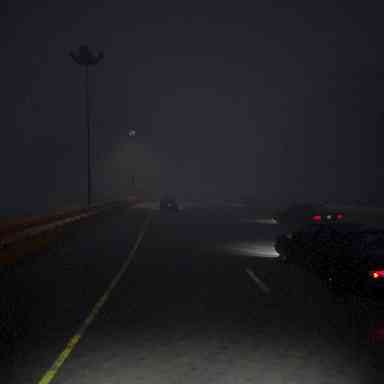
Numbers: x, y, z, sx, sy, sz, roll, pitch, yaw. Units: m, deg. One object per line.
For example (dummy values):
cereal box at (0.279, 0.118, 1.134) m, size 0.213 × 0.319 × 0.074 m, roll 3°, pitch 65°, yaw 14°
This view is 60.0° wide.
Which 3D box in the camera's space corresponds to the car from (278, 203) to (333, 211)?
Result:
car at (6.566, 1.319, 19.360) m, size 2.033 × 1.411 × 5.357 m, roll -1°, pitch 0°, yaw -9°

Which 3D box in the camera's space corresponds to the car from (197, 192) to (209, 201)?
car at (2.116, 0.880, 65.905) m, size 2.097 × 1.767 × 4.553 m, roll -1°, pitch 1°, yaw -4°

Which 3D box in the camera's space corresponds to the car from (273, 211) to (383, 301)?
car at (3.707, 1.436, 8.252) m, size 2.033 × 1.411 × 5.357 m, roll -1°, pitch 0°, yaw -5°

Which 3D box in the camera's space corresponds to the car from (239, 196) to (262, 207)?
car at (7.386, 1.204, 42.742) m, size 1.895 × 1.301 × 4.718 m, roll -1°, pitch 0°, yaw -5°

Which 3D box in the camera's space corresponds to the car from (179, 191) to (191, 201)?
car at (-1.403, 0.797, 66.125) m, size 2.150 × 2.045 × 5.566 m, roll -1°, pitch 0°, yaw -5°

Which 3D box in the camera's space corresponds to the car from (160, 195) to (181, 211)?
car at (-2.592, 1.350, 37.494) m, size 1.994 × 1.385 × 4.181 m, roll -1°, pitch 0°, yaw -5°
